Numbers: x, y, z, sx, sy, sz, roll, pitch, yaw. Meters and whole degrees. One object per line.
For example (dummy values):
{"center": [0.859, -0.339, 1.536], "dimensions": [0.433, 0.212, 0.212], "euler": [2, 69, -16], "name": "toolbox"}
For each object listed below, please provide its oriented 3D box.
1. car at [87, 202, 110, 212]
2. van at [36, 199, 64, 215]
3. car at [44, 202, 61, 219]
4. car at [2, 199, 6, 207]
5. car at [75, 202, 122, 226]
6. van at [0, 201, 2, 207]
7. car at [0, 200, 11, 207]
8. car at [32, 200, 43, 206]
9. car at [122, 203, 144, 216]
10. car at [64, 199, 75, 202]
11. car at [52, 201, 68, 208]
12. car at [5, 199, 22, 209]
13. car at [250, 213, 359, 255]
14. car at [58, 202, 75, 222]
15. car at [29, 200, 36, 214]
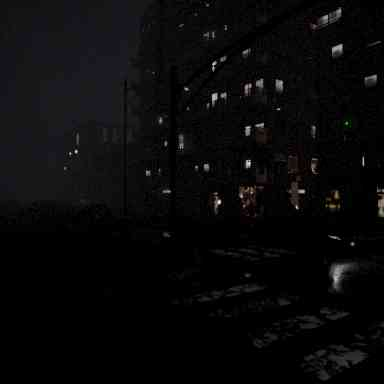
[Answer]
{"center": [-13.687, 2.192, 48.649], "dimensions": [1.947, 1.339, 4.313], "euler": [-1, 0, -35], "name": "car"}
{"center": [-17.106, 1.901, 39.860], "dimensions": [1.690, 1.788, 3.998], "euler": [-1, 0, -35], "name": "van"}
{"center": [-13.896, 2.037, 35.359], "dimensions": [2.008, 1.369, 4.403], "euler": [-1, 0, -35], "name": "car"}
{"center": [-36.334, 2.543, 66.859], "dimensions": [1.887, 1.381, 4.507], "euler": [-1, 0, -35], "name": "car"}
{"center": [-7.488, 1.777, 26.360], "dimensions": [1.967, 1.590, 4.097], "euler": [-1, 0, -35], "name": "car"}
{"center": [-39.543, 2.413, 71.360], "dimensions": [1.690, 1.788, 3.998], "euler": [-1, 0, -35], "name": "van"}
{"center": [-42.647, 2.667, 75.721], "dimensions": [1.752, 1.417, 4.829], "euler": [-1, 0, -35], "name": "car"}
{"center": [-39.313, 2.775, 84.625], "dimensions": [1.947, 1.339, 4.313], "euler": [-1, 0, -35], "name": "car"}
{"center": [-7.380, 2.006, 39.793], "dimensions": [1.752, 1.417, 4.829], "euler": [-1, 0, -35], "name": "car"}
{"center": [-23.301, 2.161, 62.140], "dimensions": [2.192, 1.841, 5.009], "euler": [-1, 0, -35], "name": "car"}
{"center": [-26.501, 2.463, 66.637], "dimensions": [1.887, 1.381, 4.507], "euler": [-1, 0, -35], "name": "car"}
{"center": [-33.131, 2.366, 62.360], "dimensions": [1.967, 1.590, 4.097], "euler": [-1, 0, -35], "name": "car"}
{"center": [4.488, 1.639, 13.993], "dimensions": [1.812, 1.442, 4.674], "euler": [0, -1, -35], "name": "car"}
{"center": [-10.593, 1.935, 30.721], "dimensions": [1.752, 1.417, 4.829], "euler": [-1, 0, -35], "name": "car"}
{"center": [-20.309, 2.074, 44.360], "dimensions": [1.967, 1.590, 4.097], "euler": [-1, 0, -35], "name": "car"}
